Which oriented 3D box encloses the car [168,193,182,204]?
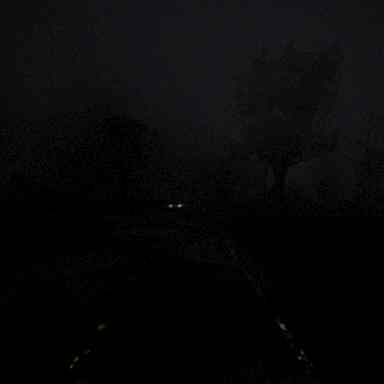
[{"bbox_3d":[-3.014,1.174,59.490,2.150,2.045,5.566,0,2,0],"label":"car"}]
